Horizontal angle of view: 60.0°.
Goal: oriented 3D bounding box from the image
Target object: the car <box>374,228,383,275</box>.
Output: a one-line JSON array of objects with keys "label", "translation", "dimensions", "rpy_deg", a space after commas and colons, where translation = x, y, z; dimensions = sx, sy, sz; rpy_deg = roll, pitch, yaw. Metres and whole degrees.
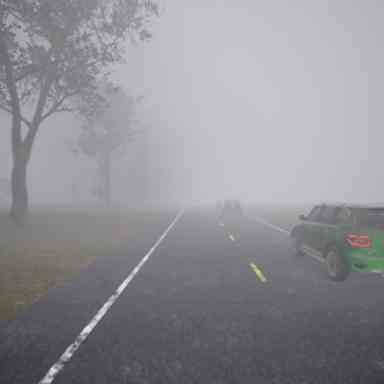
[{"label": "car", "translation": [4.595, 1.554, 4.148], "dimensions": [1.882, 1.535, 5.008], "rpy_deg": [1, 0, 1]}]

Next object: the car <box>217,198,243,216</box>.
[{"label": "car", "translation": [4.074, 1.499, 34.790], "dimensions": [2.097, 1.767, 4.553], "rpy_deg": [1, 0, 1]}]

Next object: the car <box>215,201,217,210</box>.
[{"label": "car", "translation": [4.114, 1.670, 45.306], "dimensions": [2.128, 1.511, 4.902], "rpy_deg": [1, 0, 0]}]

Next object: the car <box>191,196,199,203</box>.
[{"label": "car", "translation": [0.618, 1.748, 78.725], "dimensions": [1.837, 1.490, 4.892], "rpy_deg": [1, -1, 0]}]

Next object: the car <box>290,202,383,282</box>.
[{"label": "car", "translation": [4.719, 1.315, 10.184], "dimensions": [2.150, 2.045, 5.566], "rpy_deg": [1, 0, 1]}]
